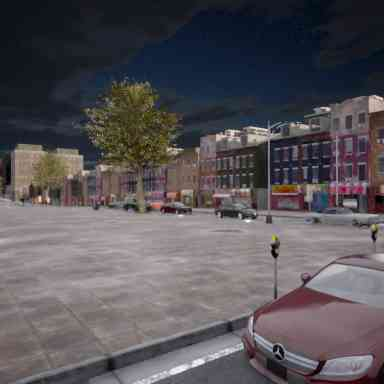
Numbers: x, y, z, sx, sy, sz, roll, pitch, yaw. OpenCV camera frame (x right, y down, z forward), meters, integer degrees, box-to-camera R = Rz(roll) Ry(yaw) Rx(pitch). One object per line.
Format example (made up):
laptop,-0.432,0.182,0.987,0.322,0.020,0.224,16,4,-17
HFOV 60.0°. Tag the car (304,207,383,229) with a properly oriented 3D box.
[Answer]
car,10.142,1.723,22.580,1.895,1.301,4.718,0,-1,-36

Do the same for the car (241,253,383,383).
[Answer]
car,2.578,1.582,4.642,4.206,1.307,1.802,0,0,-35

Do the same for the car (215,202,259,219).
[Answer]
car,4.110,1.756,30.998,1.837,1.490,4.892,0,-1,-36

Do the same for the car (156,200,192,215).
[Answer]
car,-1.899,1.889,39.392,1.882,1.535,5.008,0,-1,-35

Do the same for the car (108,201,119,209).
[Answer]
car,-13.819,2.395,61.059,2.128,1.511,4.902,0,-1,-35

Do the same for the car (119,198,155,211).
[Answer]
car,-8.016,1.829,47.992,2.150,2.045,5.566,0,-1,-35
